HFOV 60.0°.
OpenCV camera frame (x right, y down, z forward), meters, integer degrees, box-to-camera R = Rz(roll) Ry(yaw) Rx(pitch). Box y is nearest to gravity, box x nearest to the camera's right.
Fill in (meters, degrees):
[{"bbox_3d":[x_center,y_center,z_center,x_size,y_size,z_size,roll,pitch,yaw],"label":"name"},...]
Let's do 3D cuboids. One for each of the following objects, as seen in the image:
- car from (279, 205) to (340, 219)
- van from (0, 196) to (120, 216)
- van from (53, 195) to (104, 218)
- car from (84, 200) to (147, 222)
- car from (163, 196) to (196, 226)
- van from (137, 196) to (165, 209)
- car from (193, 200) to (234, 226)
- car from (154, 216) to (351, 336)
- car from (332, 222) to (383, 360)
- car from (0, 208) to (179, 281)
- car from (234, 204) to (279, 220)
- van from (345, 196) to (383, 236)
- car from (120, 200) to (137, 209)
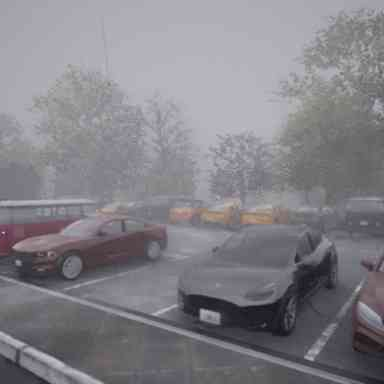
[{"bbox_3d":[7.156,1.477,19.206,2.231,1.521,4.892,0,0,35],"label":"car"},{"bbox_3d":[-5.035,1.267,11.984,1.878,1.987,4.442,0,0,35],"label":"van"},{"bbox_3d":[-10.916,1.337,32.240,1.878,1.987,4.442,-1,0,35],"label":"van"},{"bbox_3d":[-6.481,1.521,28.707,1.946,1.575,5.366,0,0,35],"label":"car"},{"bbox_3d":[0.373,1.374,24.010,2.185,1.767,4.553,0,0,35],"label":"car"},{"bbox_3d":[-1.797,1.281,25.738,1.878,1.987,4.442,0,0,35],"label":"van"},{"bbox_3d":[2.542,1.492,22.496,2.097,1.535,5.008,0,0,35],"label":"car"},{"bbox_3d":[1.662,1.500,7.030,2.163,1.488,4.792,0,0,35],"label":"car"},{"bbox_3d":[3.943,1.502,5.444,2.002,1.452,4.674,0,0,35],"label":"car"},{"bbox_3d":[-2.838,1.485,10.281,2.097,1.535,5.008,0,0,35],"label":"car"},{"bbox_3d":[4.900,1.484,20.815,2.097,1.535,5.008,0,0,35],"label":"car"},{"bbox_3d":[9.482,1.243,17.699,1.878,1.987,4.442,0,0,35],"label":"van"},{"bbox_3d":[-4.124,1.516,27.246,2.231,1.521,4.892,0,0,35],"label":"car"}]
